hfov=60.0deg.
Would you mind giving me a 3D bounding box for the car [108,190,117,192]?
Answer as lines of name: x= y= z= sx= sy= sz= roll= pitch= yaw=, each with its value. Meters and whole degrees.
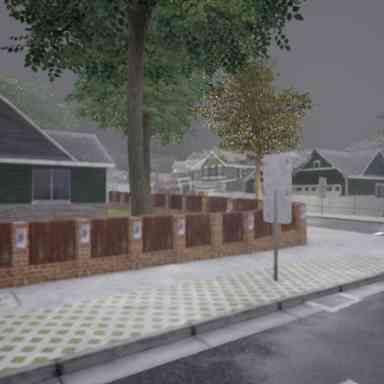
car: x=-12.042 y=0.478 z=50.857 sx=1.837 sy=1.490 sz=4.892 roll=0 pitch=1 yaw=-30
